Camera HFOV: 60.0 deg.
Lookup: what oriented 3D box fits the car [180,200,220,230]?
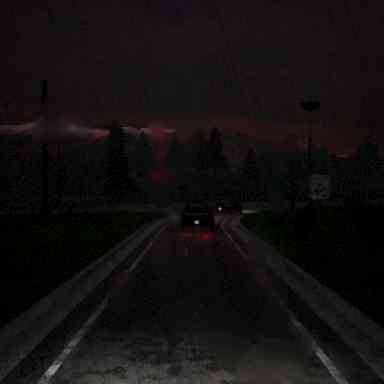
[{"bbox_3d":[0.409,1.358,19.828,2.128,1.511,4.902,0,0,4],"label":"car"}]

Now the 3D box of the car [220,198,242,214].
[{"bbox_3d":[3.440,1.315,31.886,1.812,1.442,4.674,0,0,24],"label":"car"}]
